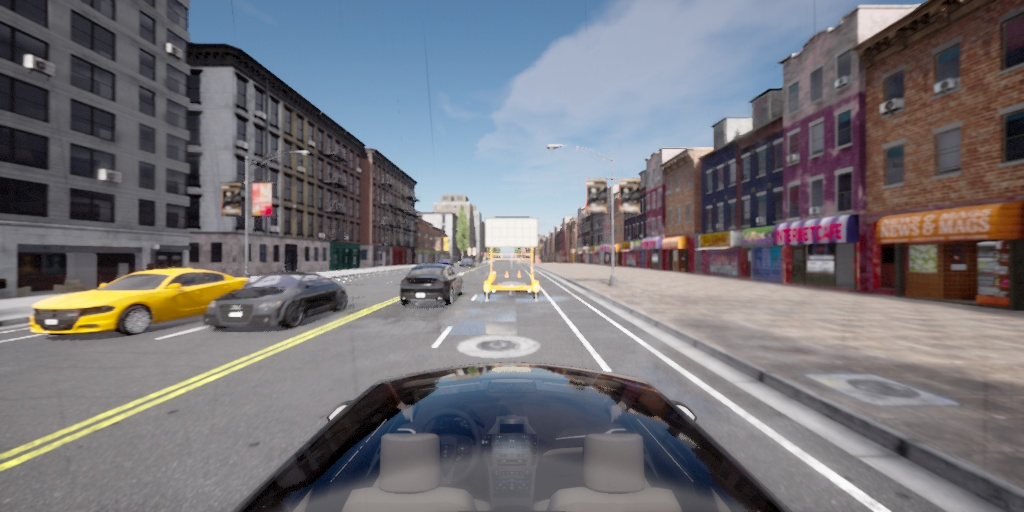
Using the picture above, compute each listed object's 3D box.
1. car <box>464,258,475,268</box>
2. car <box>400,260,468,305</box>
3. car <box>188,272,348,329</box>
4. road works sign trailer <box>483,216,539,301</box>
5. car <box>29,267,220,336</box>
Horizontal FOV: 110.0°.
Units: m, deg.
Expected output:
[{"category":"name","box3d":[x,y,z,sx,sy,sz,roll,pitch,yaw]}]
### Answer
[{"category":"car","box3d":[-6.616,1.037,53.453,2.033,1.411,5.357,0,0,0]},{"category":"car","box3d":[-3.168,1.087,14.837,1.837,1.490,4.892,0,1,0]},{"category":"car","box3d":[-6.609,1.193,10.574,1.994,1.385,4.181,0,1,0]},{"category":"road works sign trailer","box3d":[-0.017,0.035,15.970,2.380,3.560,2.880,0,0,0]},{"category":"car","box3d":[-9.858,1.112,10.164,1.882,1.535,5.008,0,1,0]}]
